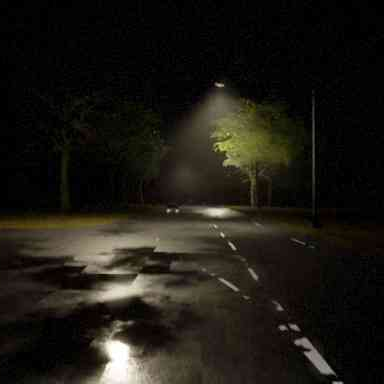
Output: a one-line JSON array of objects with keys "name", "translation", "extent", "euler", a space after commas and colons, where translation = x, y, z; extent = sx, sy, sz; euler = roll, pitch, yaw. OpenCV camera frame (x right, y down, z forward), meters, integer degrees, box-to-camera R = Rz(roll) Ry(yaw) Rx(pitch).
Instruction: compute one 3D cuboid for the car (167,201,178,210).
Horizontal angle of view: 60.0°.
[{"name": "car", "translation": [-3.500, 2.412, 61.001], "extent": [1.882, 1.535, 5.008], "euler": [0, -1, 0]}]
